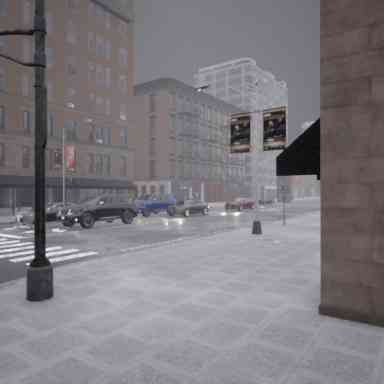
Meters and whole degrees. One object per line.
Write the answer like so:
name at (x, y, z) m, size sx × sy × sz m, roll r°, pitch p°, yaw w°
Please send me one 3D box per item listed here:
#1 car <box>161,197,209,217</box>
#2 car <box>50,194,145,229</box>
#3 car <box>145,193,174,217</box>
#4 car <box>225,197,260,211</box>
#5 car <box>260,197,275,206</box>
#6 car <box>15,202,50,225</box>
car at (-0.280, 1.402, 29.962) m, size 1.837 × 1.490 × 4.892 m, roll 0°, pitch 0°, yaw 35°
car at (-6.014, 1.160, 21.868) m, size 2.150 × 2.045 × 5.566 m, roll 0°, pitch 0°, yaw 35°
car at (-3.702, 1.130, 30.750) m, size 2.150 × 2.045 × 5.566 m, roll 0°, pitch 0°, yaw 35°
car at (5.565, 1.331, 38.191) m, size 1.882 × 1.535 × 5.008 m, roll 0°, pitch 0°, yaw 35°
car at (11.148, 1.431, 51.535) m, size 1.895 × 1.301 × 4.718 m, roll 0°, pitch 0°, yaw 35°
car at (-9.398, 1.441, 22.714) m, size 2.128 × 1.511 × 4.902 m, roll 0°, pitch 0°, yaw 35°
